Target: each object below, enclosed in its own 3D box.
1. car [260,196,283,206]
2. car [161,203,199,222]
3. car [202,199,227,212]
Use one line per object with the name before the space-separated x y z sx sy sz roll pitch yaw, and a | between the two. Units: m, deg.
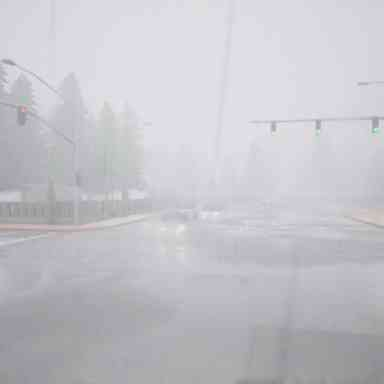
car | 12.605 1.417 52.657 4.674 1.442 1.812 0 0 -43
car | -0.847 1.549 25.900 1.895 1.301 4.718 0 0 14
car | 2.552 1.489 37.298 1.994 1.385 4.181 0 0 21
